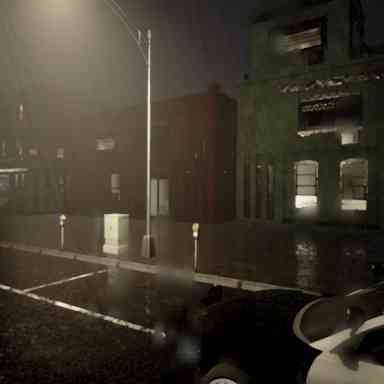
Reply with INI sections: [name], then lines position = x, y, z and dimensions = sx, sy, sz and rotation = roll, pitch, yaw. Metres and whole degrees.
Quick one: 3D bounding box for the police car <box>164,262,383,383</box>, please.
[police car]
position = 2.087, 1.425, 2.802
dimensions = 5.238, 1.638, 1.930
rotation = 0, 0, 34
